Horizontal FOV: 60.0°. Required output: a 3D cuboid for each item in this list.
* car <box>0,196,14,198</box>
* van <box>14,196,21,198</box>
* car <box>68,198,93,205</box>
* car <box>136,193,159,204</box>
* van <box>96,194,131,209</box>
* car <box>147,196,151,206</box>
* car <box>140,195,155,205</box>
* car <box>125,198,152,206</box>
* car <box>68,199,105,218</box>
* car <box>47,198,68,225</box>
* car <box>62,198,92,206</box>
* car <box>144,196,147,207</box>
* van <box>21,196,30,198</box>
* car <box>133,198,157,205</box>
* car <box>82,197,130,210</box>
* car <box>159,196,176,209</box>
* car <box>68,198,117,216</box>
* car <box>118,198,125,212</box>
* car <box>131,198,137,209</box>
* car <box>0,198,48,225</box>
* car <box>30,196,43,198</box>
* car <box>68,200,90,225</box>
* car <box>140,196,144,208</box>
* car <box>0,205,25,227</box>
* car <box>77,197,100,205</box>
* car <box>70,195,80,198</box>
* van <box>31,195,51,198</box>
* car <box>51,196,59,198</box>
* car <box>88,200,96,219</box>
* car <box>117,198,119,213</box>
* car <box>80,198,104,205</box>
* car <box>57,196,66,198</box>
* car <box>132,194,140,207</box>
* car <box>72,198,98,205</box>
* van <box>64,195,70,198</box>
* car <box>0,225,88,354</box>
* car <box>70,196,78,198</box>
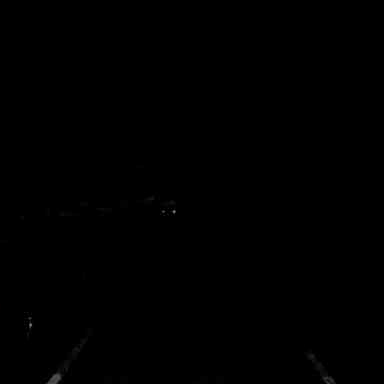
[{"bbox_3d":[-23.344,1.379,36.594,5.566,2.045,2.435,0,0,0],"label":"car"},{"bbox_3d":[-23.254,1.424,39.363,4.442,1.987,1.878,0,0,0],"label":"van"},{"bbox_3d":[-23.347,2.065,69.820,4.674,1.452,2.002,0,-1,0],"label":"car"},{"bbox_3d":[-10.299,1.774,69.803,5.566,2.045,2.435,0,-1,0],"label":"car"},{"bbox_3d":[-10.406,1.444,42.052,4.442,1.987,1.878,0,0,0],"label":"van"},{"bbox_3d":[-10.094,1.803,55.799,5.366,1.575,1.946,0,-1,0],"label":"car"},{"bbox_3d":[-10.091,1.890,61.471,5.366,1.575,1.946,0,-1,0],"label":"car"},{"bbox_3d":[-10.280,1.939,64.247,4.892,1.521,2.231,0,-1,0],"label":"car"},{"bbox_3d":[-10.305,1.571,28.170,4.892,1.521,2.231,0,0,0],"label":"car"},{"bbox_3d":[-10.273,1.385,19.842,4.553,1.767,2.185,0,0,0],"label":"car"},{"bbox_3d":[-23.166,1.978,67.050,5.366,1.575,1.946,0,-1,0],"label":"car"},{"bbox_3d":[-10.467,1.767,53.147,5.366,1.575,1.946,0,-1,0],"label":"car"},{"bbox_3d":[-23.485,1.444,42.133,4.442,1.987,1.878,0,0,0],"label":"van"},{"bbox_3d":[-10.274,2.069,72.575,5.008,1.535,2.097,0,-1,0],"label":"car"},{"bbox_3d":[-10.262,1.679,39.274,4.792,1.488,2.163,0,0,0],"label":"car"},{"bbox_3d":[-3.400,1.779,49.988,1.812,1.442,4.674,0,-1,0],"label":"car"},{"bbox_3d":[-10.111,1.587,30.945,5.366,1.575,1.946,0,0,0],"label":"car"},{"bbox_3d":[-10.264,1.659,36.498,4.792,1.488,2.163,0,0,0],"label":"car"},{"bbox_3d":[-10.317,1.719,44.827,4.792,1.488,2.163,0,0,0],"label":"car"},{"bbox_3d":[-10.275,1.365,17.066,4.553,1.767,2.185,0,0,0],"label":"car"},{"bbox_3d":[-23.372,1.689,44.901,5.008,1.535,2.097,0,0,0],"label":"car"},{"bbox_3d":[-10.117,1.528,22.617,5.366,1.575,1.946,0,0,0],"label":"car"},{"bbox_3d":[-10.277,1.739,50.379,4.892,1.521,2.231,0,-1,0],"label":"car"},{"bbox_3d":[-10.302,1.471,14.289,5.008,1.535,2.097,0,0,0],"label":"car"},{"bbox_3d":[-23.378,1.985,75.237,4.553,1.767,2.185,0,-1,0],"label":"car"},{"bbox_3d":[-23.384,1.642,61.516,5.566,2.045,2.435,0,-1,0],"label":"car"},{"bbox_3d":[-23.257,1.486,47.689,4.442,1.987,1.878,0,-1,0],"label":"van"},{"bbox_3d":[-23.392,1.767,50.439,4.792,1.488,2.163,0,-1,0],"label":"car"},{"bbox_3d":[-10.294,1.552,25.393,4.892,1.521,2.231,0,0,0],"label":"car"},{"bbox_3d":[-10.266,1.640,33.721,4.792,1.488,2.163,0,0,0],"label":"car"},{"bbox_3d":[-23.340,2.154,78.006,5.008,1.535,2.097,0,-1,0],"label":"car"},{"bbox_3d":[-23.390,1.798,53.078,4.792,1.488,2.163,0,-1,0],"label":"car"},{"bbox_3d":[-10.317,1.586,47.601,4.553,1.767,2.185,0,-1,0],"label":"car"},{"bbox_3d":[-23.319,2.098,72.590,4.792,1.488,2.163,0,-1,0],"label":"car"},{"bbox_3d":[-23.476,1.580,55.852,4.442,1.987,1.878,0,-1,0],"label":"van"},{"bbox_3d":[-3.353,1.550,5.932,1.994,1.385,4.181,0,0,0],"label":"car"},{"bbox_3d":[-23.329,1.879,58.742,4.792,1.488,2.163,0,-1,0],"label":"car"}]
